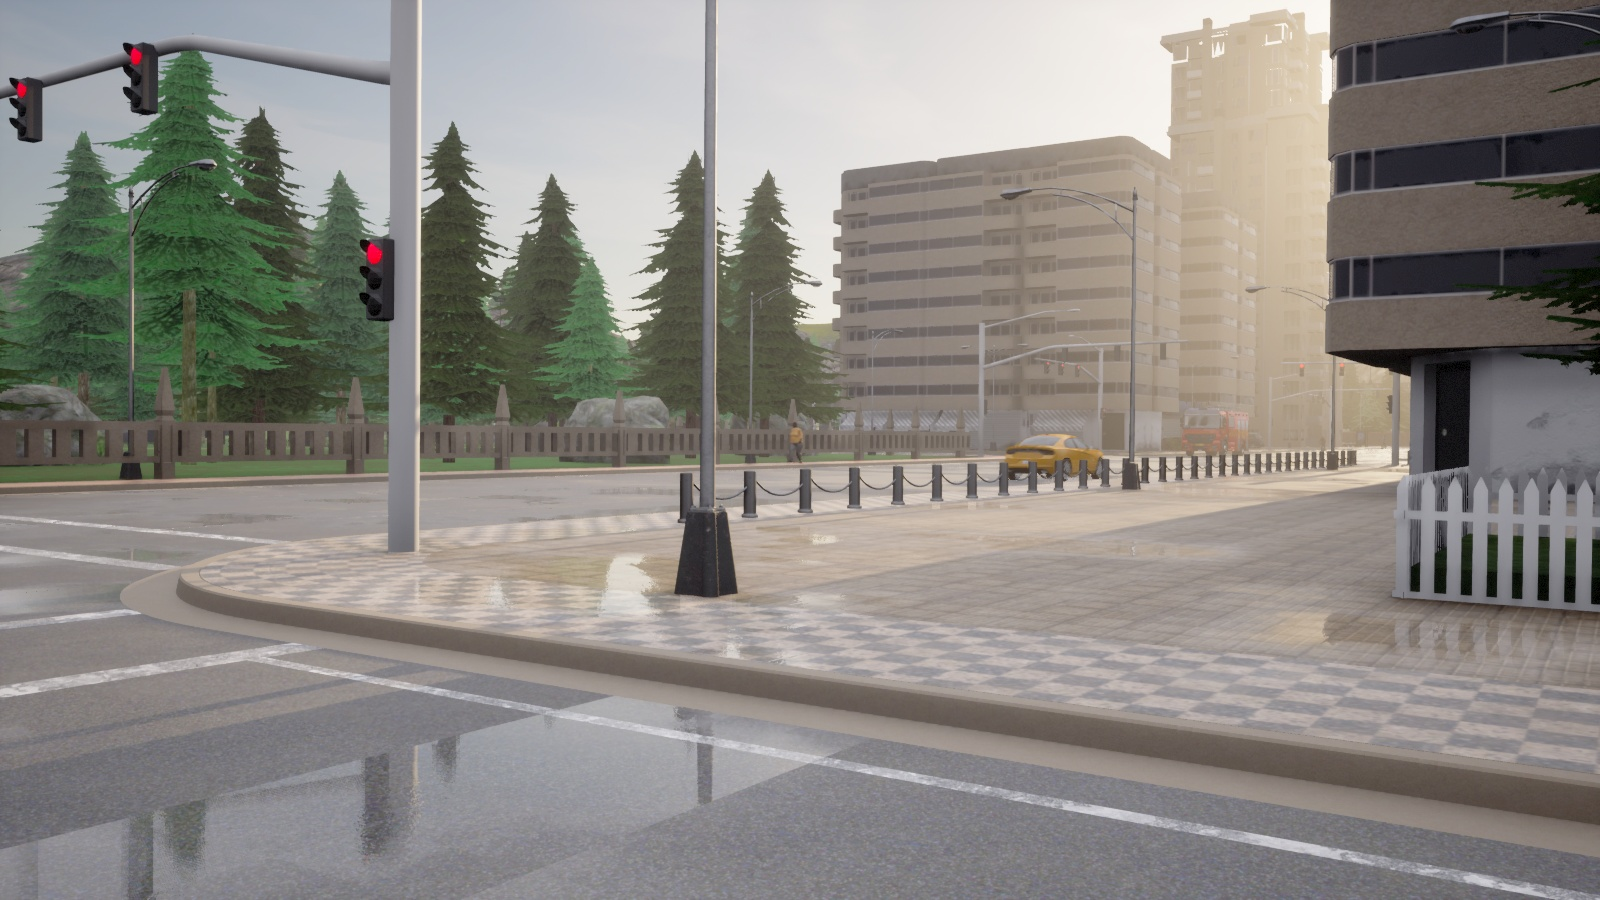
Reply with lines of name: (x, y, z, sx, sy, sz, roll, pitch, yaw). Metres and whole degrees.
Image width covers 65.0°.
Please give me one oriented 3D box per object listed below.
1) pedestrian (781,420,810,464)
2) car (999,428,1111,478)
pedestrian: (-0.205, -0.341, 53.667, 0.874, 1.855, 0.900, 0, 1, 33)
car: (8.531, 0.063, 41.668, 1.882, 1.535, 5.008, 0, 1, 34)
